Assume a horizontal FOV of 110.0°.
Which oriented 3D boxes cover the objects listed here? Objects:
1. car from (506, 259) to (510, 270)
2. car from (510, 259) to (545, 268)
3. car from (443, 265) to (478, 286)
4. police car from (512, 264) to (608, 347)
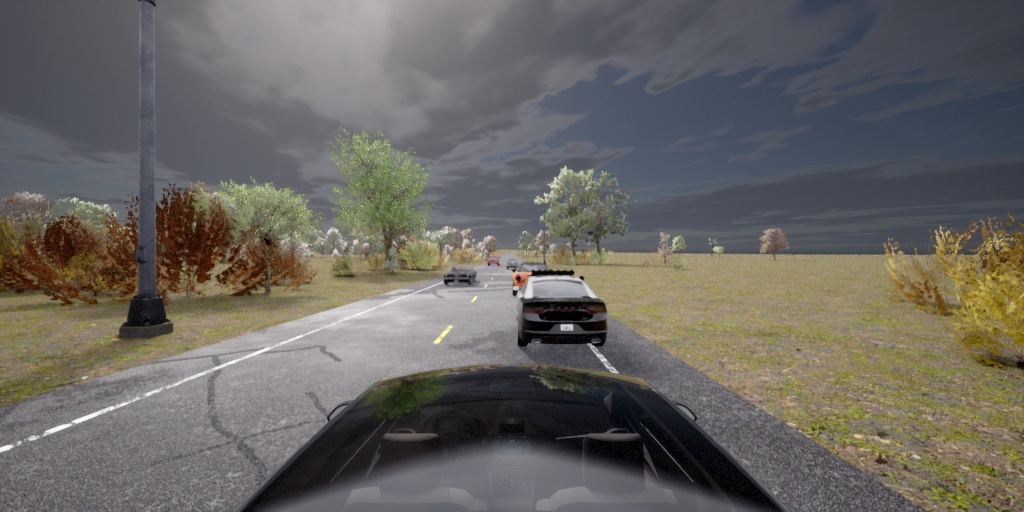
[{"bbox_3d":[0.127,1.245,52.939,2.033,1.411,5.357,0,0,0],"label":"car"},{"bbox_3d":[1.069,1.095,19.348,2.097,1.767,4.553,0,0,0],"label":"car"},{"bbox_3d":[-3.575,1.339,25.332,1.895,1.301,4.718,0,0,0],"label":"car"},{"bbox_3d":[1.059,1.173,9.488,1.930,1.638,5.238,0,0,0],"label":"police car"}]
